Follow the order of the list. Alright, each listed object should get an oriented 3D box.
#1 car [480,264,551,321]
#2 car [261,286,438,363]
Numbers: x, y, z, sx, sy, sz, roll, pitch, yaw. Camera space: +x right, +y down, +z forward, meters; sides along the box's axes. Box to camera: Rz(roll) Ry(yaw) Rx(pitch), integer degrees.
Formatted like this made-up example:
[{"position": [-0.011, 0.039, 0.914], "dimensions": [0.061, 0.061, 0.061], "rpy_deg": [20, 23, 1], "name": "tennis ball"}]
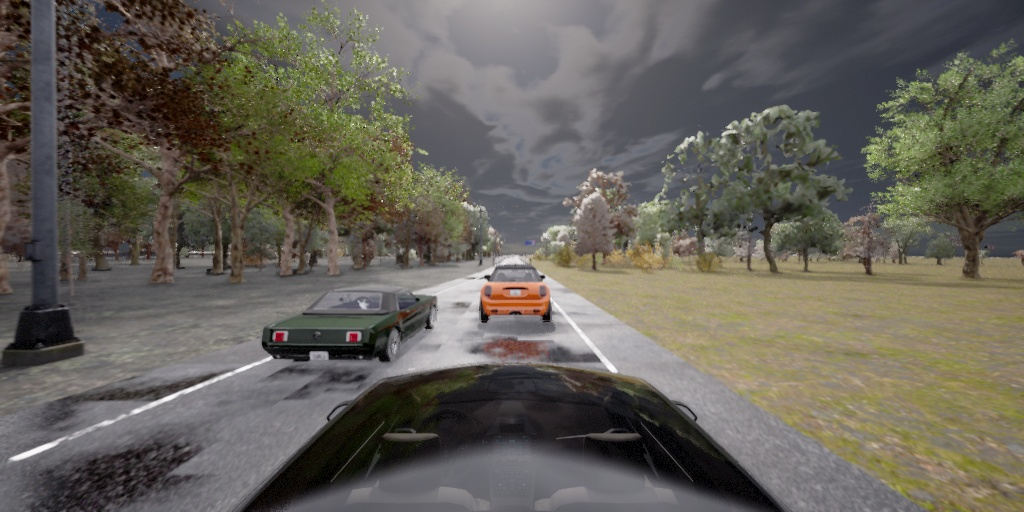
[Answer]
[{"position": [0.098, 1.052, 12.291], "dimensions": [2.097, 1.767, 4.553], "rpy_deg": [0, 0, 0], "name": "car"}, {"position": [-3.048, 1.321, 8.031], "dimensions": [1.895, 1.301, 4.718], "rpy_deg": [0, 0, 2], "name": "car"}]
